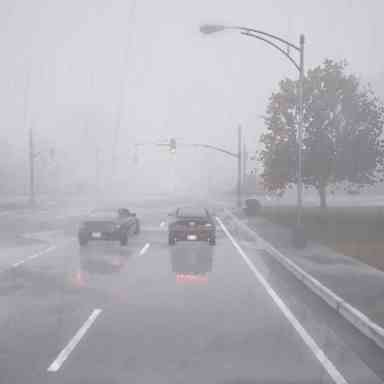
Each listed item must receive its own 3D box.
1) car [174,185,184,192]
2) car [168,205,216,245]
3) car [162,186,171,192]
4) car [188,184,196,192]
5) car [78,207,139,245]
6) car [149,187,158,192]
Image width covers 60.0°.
[{"bbox_3d":[-3.498,-0.986,87.064,2.097,1.767,4.553,0,0,0],"label":"car"},{"bbox_3d":[0.001,1.342,14.510,1.837,1.490,4.892,0,1,0],"label":"car"},{"bbox_3d":[-6.998,-0.978,91.306,2.097,1.767,4.553,0,0,0],"label":"car"},{"bbox_3d":[0.002,-1.116,87.124,2.150,2.045,5.566,0,0,0],"label":"car"},{"bbox_3d":[-3.499,1.359,14.511,1.812,1.442,4.674,0,1,0],"label":"car"},{"bbox_3d":[-10.498,-0.781,91.276,1.994,1.385,4.181,0,0,0],"label":"car"}]
